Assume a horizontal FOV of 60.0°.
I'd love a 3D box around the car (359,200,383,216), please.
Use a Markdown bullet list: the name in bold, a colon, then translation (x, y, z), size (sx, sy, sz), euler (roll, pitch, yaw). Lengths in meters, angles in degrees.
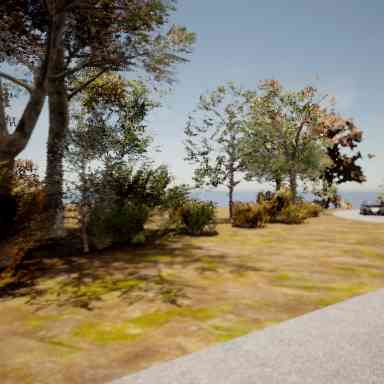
- **car**: translation (18.124, 1.550, 33.593), size (2.128, 1.511, 4.902), euler (0, 0, 22)
